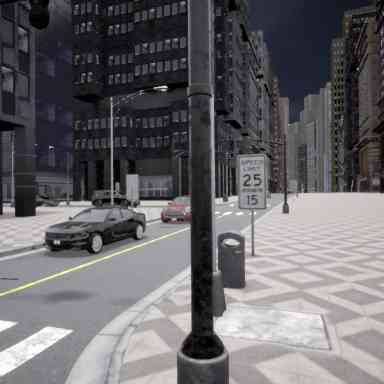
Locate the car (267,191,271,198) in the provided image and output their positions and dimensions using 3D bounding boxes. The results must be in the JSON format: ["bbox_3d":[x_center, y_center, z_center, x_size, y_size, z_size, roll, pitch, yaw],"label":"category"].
[{"bbox_3d":[14.783,0.461,66.771,1.837,1.490,4.892,-1,1,19],"label":"car"}]

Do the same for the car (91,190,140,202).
[{"bbox_3d":[-8.496,0.807,36.938,5.566,2.045,2.150,-1,0,21],"label":"car"}]

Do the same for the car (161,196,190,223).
[{"bbox_3d":[-0.420,1.045,22.389,2.097,1.767,4.553,-1,1,18],"label":"car"}]

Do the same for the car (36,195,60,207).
[{"bbox_3d":[-18.344,1.188,40.310,4.892,1.490,1.837,0,0,19],"label":"car"}]

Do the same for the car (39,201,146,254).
[{"bbox_3d":[-3.594,1.329,13.196,1.882,1.535,5.008,-1,1,19],"label":"car"}]
